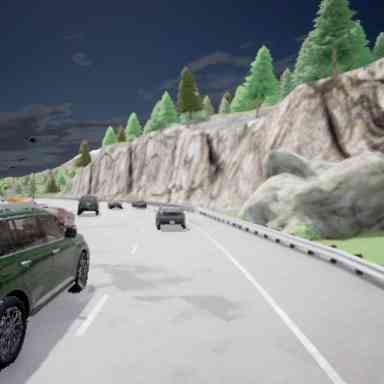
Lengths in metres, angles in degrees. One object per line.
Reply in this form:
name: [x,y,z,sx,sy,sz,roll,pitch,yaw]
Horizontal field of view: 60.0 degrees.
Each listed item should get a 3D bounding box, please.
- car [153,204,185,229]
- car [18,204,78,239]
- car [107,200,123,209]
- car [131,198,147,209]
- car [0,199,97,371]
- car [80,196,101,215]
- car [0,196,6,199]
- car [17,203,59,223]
car: [-1.560,1.593,22.651,1.837,1.490,4.892,0,0,-8]
car: [-8.264,1.608,19.641,1.882,1.535,5.008,0,0,-7]
car: [-11.716,1.860,50.367,1.895,1.301,4.718,0,0,-18]
car: [-8.205,1.726,51.009,2.128,1.511,4.902,0,0,-18]
car: [-3.485,1.270,5.829,2.150,2.045,5.566,0,0,-3]
car: [-11.401,1.437,36.940,2.150,2.045,5.566,0,0,-15]
car: [-47.225,1.874,82.166,1.837,1.490,4.892,0,0,-33]
car: [-13.167,1.747,28.805,2.033,1.411,5.357,0,0,-11]
